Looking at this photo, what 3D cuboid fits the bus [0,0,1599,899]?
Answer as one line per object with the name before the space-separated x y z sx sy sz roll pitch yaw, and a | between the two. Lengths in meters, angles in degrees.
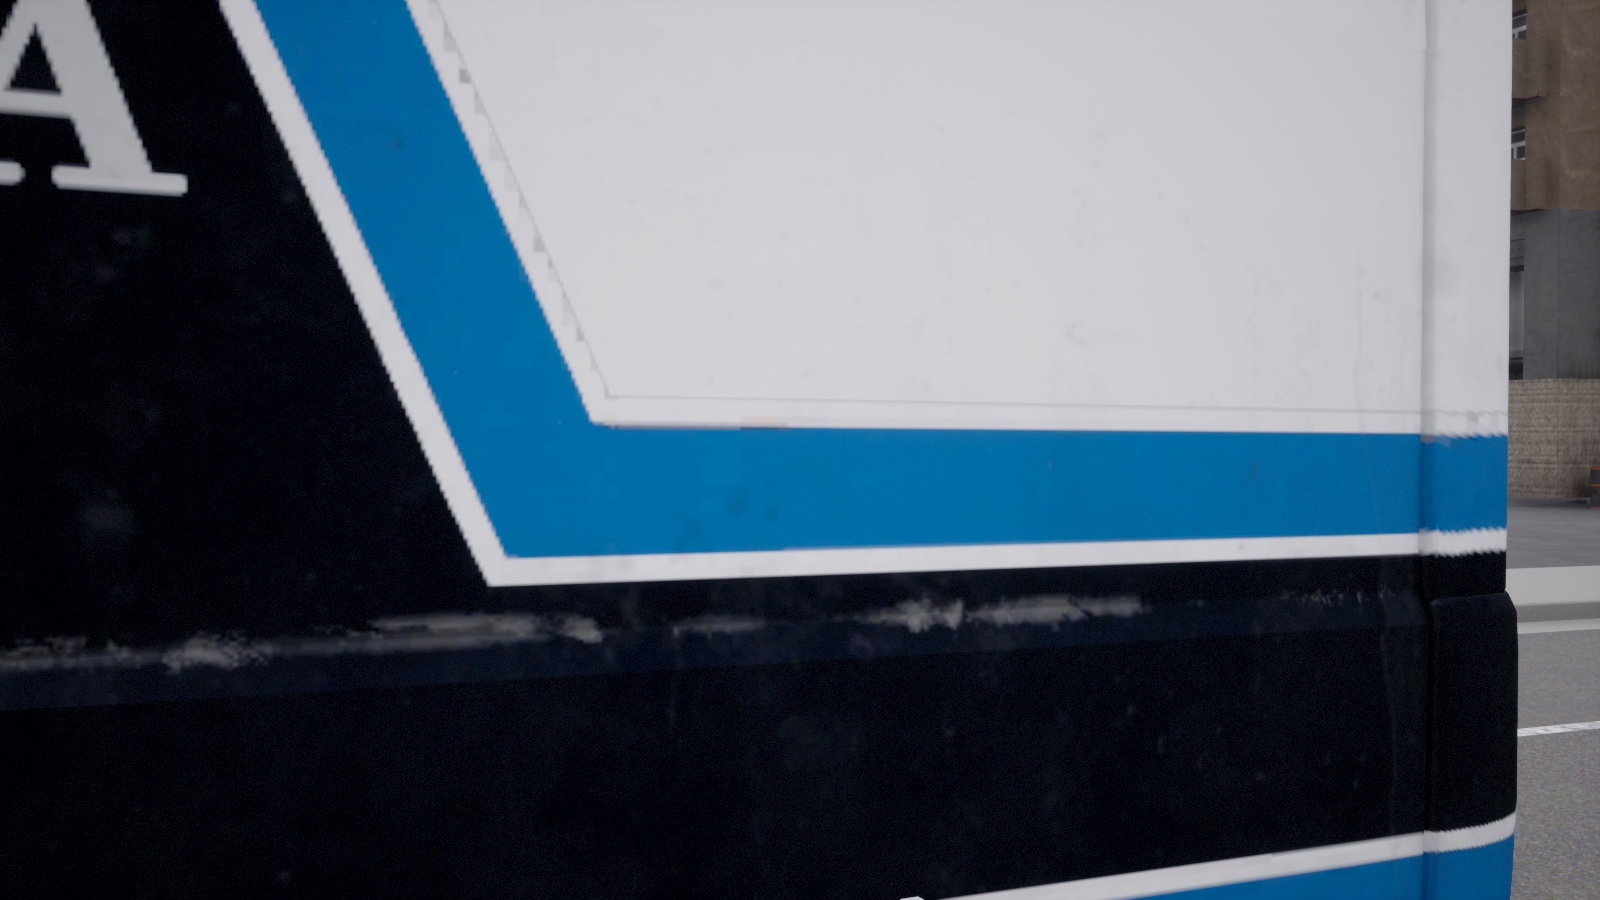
bus | -4.445 -0.550 1.569 10.273 4.253 3.944 -1 1 -21
